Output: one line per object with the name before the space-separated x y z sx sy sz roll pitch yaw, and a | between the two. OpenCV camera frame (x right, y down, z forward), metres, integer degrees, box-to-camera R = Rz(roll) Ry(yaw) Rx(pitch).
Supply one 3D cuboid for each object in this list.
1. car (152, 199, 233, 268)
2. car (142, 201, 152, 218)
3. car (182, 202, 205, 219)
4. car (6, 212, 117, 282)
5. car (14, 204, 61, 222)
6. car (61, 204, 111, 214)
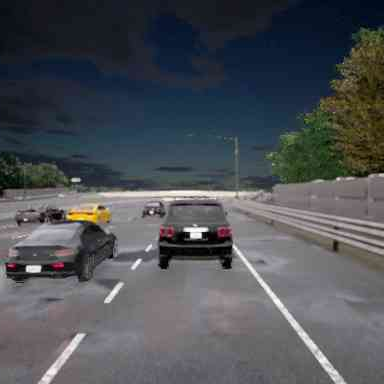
car | 0.104 1.244 11.479 2.150 2.045 5.566 0 0 0
car | -3.490 1.596 31.005 1.812 1.442 4.674 0 0 0
car | 0.110 1.633 30.344 1.994 1.385 4.181 0 0 0
car | -3.496 1.544 9.659 1.812 1.442 4.674 0 0 0
car | -10.392 1.543 23.193 2.128 1.511 4.902 0 0 0
car | -6.892 1.528 22.799 1.882 1.535 5.008 0 0 0
